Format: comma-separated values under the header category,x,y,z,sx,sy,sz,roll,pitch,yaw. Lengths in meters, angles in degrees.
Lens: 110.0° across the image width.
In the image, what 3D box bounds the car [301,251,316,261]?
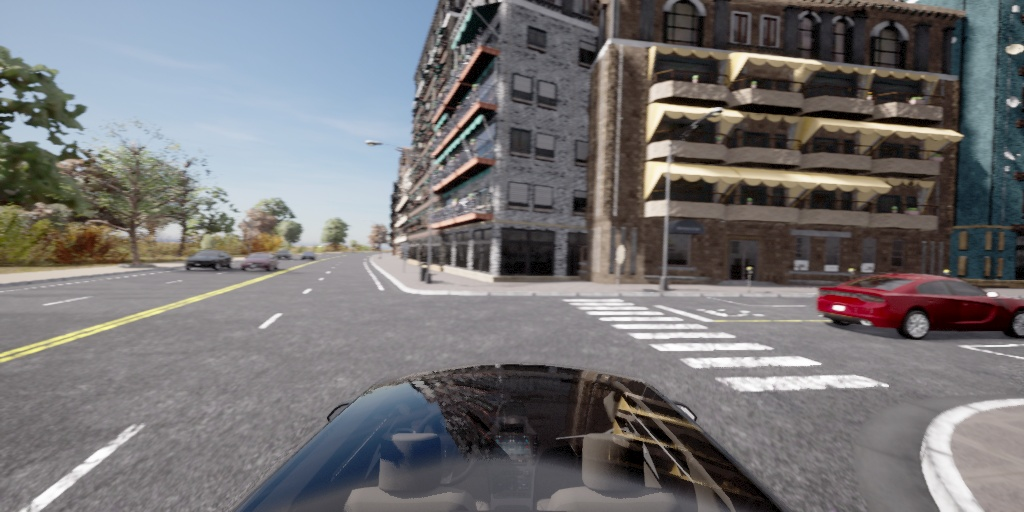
category,x,y,z,sx,sy,sz,roll,pitch,yaw
car,-31.889,-0.040,56.356,2.033,1.411,5.357,2,0,-25

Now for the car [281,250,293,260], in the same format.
category,x,y,z,sx,sy,sz,roll,pitch,yaw
car,-34.656,-0.171,54.569,1.837,1.490,4.892,2,0,-25

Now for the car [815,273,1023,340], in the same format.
category,x,y,z,sx,sy,sz,roll,pitch,yaw
car,10.945,1.242,9.590,5.008,1.535,1.882,1,1,-7

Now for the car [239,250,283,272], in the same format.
category,x,y,z,sx,sy,sz,roll,pitch,yaw
car,-20.237,0.458,28.905,1.812,1.442,4.674,2,0,-24

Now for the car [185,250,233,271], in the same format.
category,x,y,z,sx,sy,sz,roll,pitch,yaw
car,-23.254,0.308,27.699,1.882,1.535,5.008,2,0,-24
